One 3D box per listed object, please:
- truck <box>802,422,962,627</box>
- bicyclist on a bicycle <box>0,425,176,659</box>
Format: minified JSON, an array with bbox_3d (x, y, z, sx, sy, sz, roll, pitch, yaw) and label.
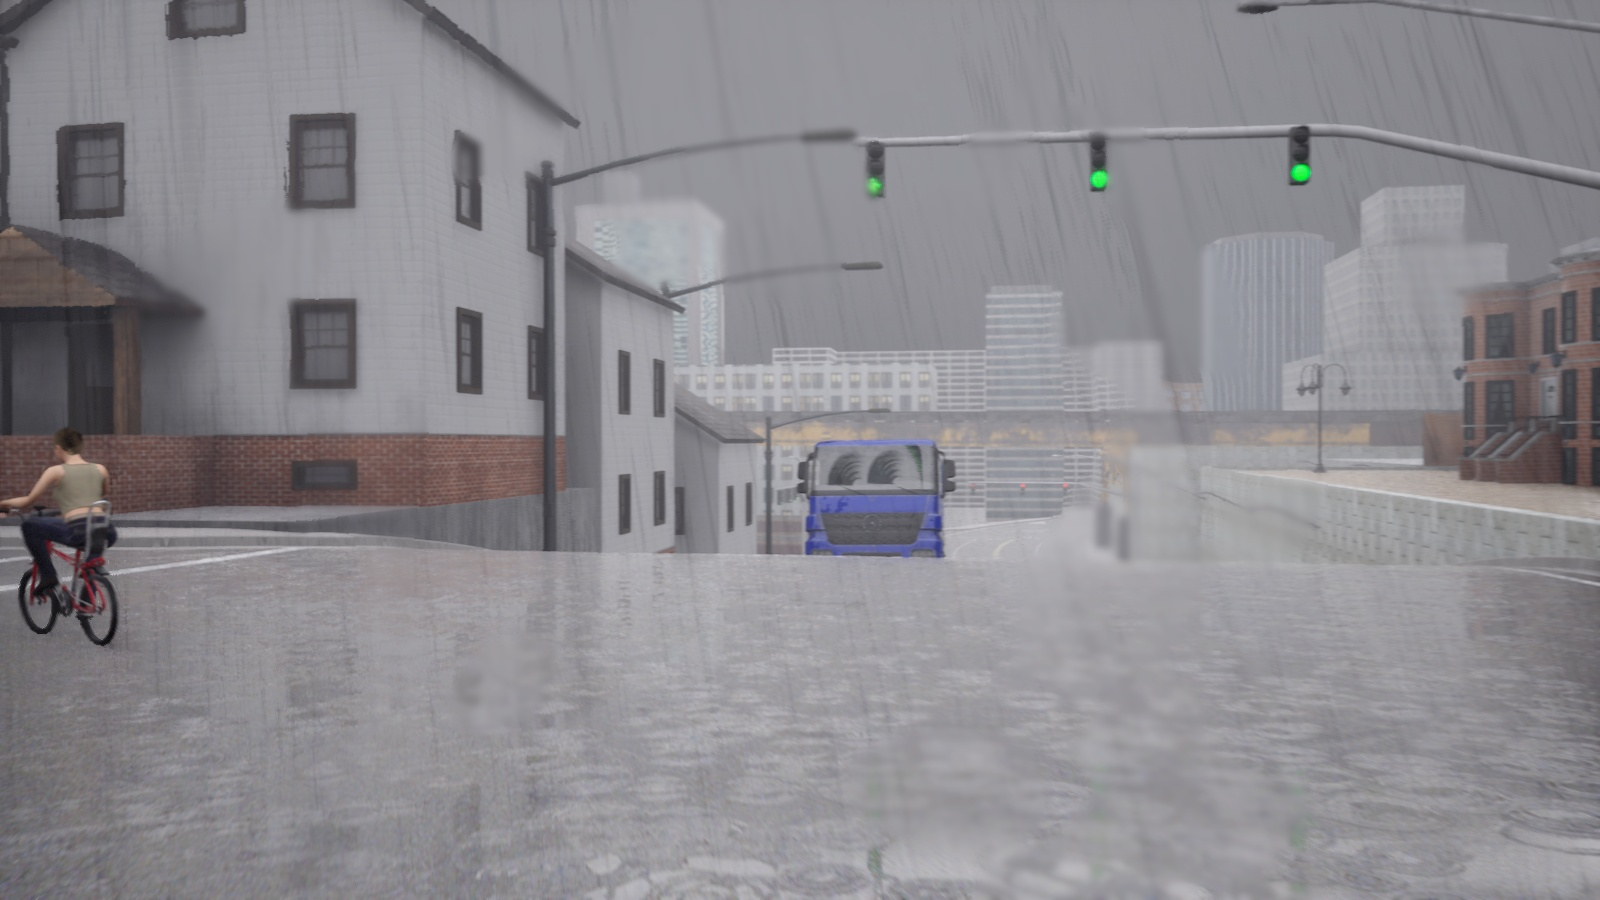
[{"bbox_3d":[2.148,2.019,29.186,2.891,3.462,7.936,-1,-13,9],"label":"truck"},{"bbox_3d":[-5.576,0.632,9.510,1.509,1.612,0.866,0,2,35],"label":"bicyclist on a bicycle"}]
